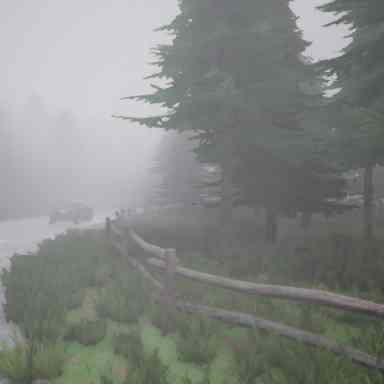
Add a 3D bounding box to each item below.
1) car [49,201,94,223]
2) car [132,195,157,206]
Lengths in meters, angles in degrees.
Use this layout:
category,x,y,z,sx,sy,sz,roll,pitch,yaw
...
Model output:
category,x,y,z,sx,sy,sz,roll,pitch,yaw
car,-9.066,1.463,25.473,2.097,1.767,4.553,0,0,0
car,-7.517,1.493,53.134,2.150,2.045,5.566,0,-1,19
